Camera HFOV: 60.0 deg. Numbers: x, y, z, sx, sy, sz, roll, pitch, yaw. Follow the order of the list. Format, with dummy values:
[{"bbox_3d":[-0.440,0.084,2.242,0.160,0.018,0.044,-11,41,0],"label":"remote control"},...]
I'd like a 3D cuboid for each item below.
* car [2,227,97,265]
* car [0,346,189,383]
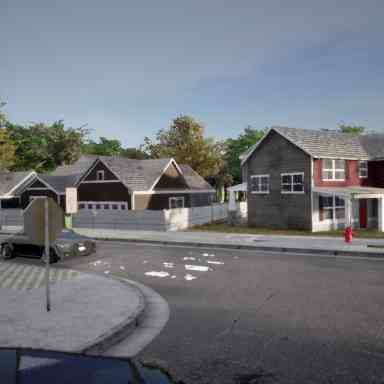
[{"bbox_3d":[-6.101,2.113,14.141,4.181,1.385,1.994,-2,0,29],"label":"car"},{"bbox_3d":[-1.702,1.565,1.302,4.181,1.385,1.994,0,0,-25],"label":"car"}]
